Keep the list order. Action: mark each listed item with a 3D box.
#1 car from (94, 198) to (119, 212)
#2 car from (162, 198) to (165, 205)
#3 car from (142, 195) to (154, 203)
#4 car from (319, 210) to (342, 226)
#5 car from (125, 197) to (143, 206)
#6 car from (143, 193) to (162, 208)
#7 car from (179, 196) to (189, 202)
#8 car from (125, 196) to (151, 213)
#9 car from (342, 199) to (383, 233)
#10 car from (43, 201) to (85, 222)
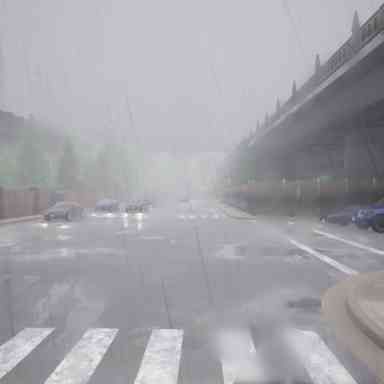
[{"bbox_3d":[-9.780,1.477,38.296,1.882,1.535,5.008,0,1,1],"label":"car"},{"bbox_3d":[-5.839,1.563,57.705,1.994,1.385,4.181,0,0,2],"label":"car"},{"bbox_3d":[-9.090,1.366,68.885,1.837,1.490,4.892,0,0,1],"label":"car"},{"bbox_3d":[11.663,1.547,22.742,5.357,1.411,2.033,0,0,1],"label":"car"},{"bbox_3d":[-9.427,1.547,54.439,2.033,1.411,5.357,0,0,1],"label":"car"},{"bbox_3d":[-6.084,1.221,47.732,2.150,2.045,5.566,0,0,1],"label":"car"},{"bbox_3d":[-1.924,1.552,76.106,1.994,1.385,4.181,0,0,4],"label":"car"},{"bbox_3d":[-6.280,1.504,37.879,1.837,1.490,4.892,0,0,1],"label":"car"},{"bbox_3d":[12.121,1.222,19.239,5.566,2.045,2.150,0,0,1],"label":"car"},{"bbox_3d":[-10.067,1.504,26.595,1.837,1.490,4.892,0,0,2],"label":"car"}]
